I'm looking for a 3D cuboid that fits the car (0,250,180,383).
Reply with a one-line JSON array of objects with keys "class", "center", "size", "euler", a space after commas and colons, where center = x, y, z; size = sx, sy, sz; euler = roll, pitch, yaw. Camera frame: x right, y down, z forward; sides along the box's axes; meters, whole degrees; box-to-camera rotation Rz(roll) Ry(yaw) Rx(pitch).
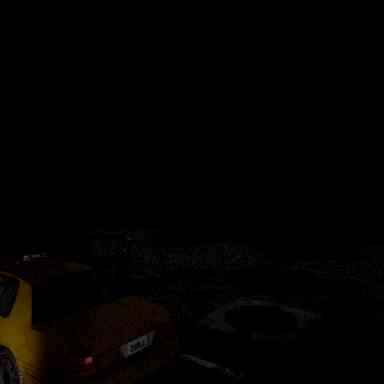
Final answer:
[{"class": "car", "center": [-2.408, 1.525, 4.795], "size": [4.829, 1.417, 1.752], "euler": [0, 0, 37]}]
